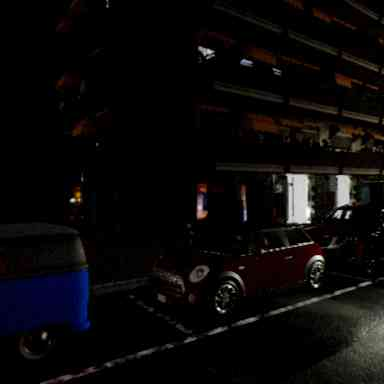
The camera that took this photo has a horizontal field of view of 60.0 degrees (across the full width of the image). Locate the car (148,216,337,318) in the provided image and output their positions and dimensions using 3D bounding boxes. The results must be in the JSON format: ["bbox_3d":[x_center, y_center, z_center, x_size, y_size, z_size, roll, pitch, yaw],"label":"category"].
[{"bbox_3d":[1.058,1.439,7.335,4.097,1.590,1.967,0,-1,-35],"label":"car"}]

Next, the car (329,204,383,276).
[{"bbox_3d":[5.459,1.315,10.477,5.009,1.841,2.192,0,-1,-35],"label":"car"}]

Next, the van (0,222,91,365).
[{"bbox_3d":[-3.345,1.339,4.196,3.998,1.788,1.690,0,-1,-35],"label":"van"}]
